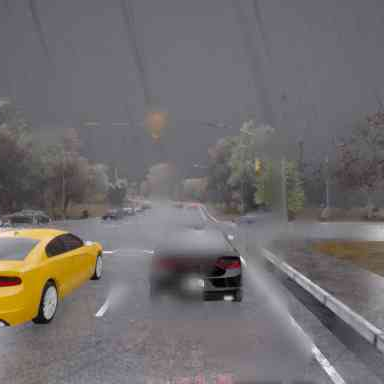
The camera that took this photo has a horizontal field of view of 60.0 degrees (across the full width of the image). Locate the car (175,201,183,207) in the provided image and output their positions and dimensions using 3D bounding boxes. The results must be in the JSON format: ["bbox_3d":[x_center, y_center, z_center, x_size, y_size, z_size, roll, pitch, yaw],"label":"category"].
[{"bbox_3d":[-3.417,3.163,86.728,1.994,1.385,4.181,0,0,-3],"label":"car"}]

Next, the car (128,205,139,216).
[{"bbox_3d":[-10.457,3.209,54.610,1.812,1.442,4.674,0,-1,0],"label":"car"}]

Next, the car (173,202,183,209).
[{"bbox_3d":[-3.322,3.180,76.660,1.837,1.490,4.892,0,0,0],"label":"car"}]

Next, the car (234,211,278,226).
[{"bbox_3d":[6.088,2.513,31.943,4.181,1.385,1.994,0,-2,10],"label":"car"}]

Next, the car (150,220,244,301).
[{"bbox_3d":[0.104,1.565,8.515,1.882,1.535,5.008,0,-1,0],"label":"car"}]

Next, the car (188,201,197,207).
[{"bbox_3d":[0.099,3.158,86.304,2.033,1.411,5.357,0,0,-3],"label":"car"}]

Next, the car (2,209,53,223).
[{"bbox_3d":[-16.315,2.497,33.038,4.892,1.490,1.837,0,-2,9],"label":"car"}]

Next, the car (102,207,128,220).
[{"bbox_3d":[-10.507,3.000,44.740,2.033,1.411,5.357,0,-2,1],"label":"car"}]

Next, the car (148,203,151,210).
[{"bbox_3d":[-10.325,3.227,75.295,2.033,1.411,5.357,0,0,0],"label":"car"}]

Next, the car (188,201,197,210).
[{"bbox_3d":[0.179,3.038,76.147,2.097,1.767,4.553,0,0,0],"label":"car"}]

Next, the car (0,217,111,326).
[{"bbox_3d":[-3.404,1.542,7.274,1.882,1.535,5.008,0,-1,0],"label":"car"}]

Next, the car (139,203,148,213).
[{"bbox_3d":[-10.391,3.243,64.715,2.128,1.511,4.902,0,0,1],"label":"car"}]
